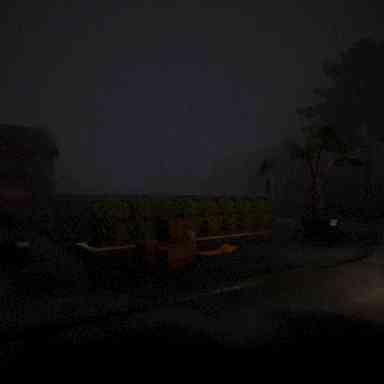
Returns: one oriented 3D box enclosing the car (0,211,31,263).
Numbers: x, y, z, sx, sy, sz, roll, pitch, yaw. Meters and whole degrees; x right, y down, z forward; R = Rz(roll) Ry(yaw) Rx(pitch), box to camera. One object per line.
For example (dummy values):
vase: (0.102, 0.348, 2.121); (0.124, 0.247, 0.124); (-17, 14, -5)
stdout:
car: (-6.510, 1.356, 10.753); (2.033, 1.415, 5.357); (0, 0, -33)
